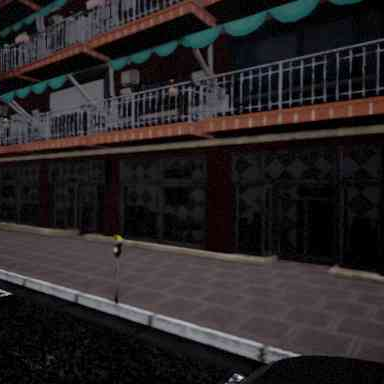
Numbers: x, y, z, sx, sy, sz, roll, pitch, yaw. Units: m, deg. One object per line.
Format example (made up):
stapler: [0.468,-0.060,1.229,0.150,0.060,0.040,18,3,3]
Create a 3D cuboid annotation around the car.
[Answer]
car: [2.077,1.554,1.380,4.403,1.369,2.008,0,1,36]
